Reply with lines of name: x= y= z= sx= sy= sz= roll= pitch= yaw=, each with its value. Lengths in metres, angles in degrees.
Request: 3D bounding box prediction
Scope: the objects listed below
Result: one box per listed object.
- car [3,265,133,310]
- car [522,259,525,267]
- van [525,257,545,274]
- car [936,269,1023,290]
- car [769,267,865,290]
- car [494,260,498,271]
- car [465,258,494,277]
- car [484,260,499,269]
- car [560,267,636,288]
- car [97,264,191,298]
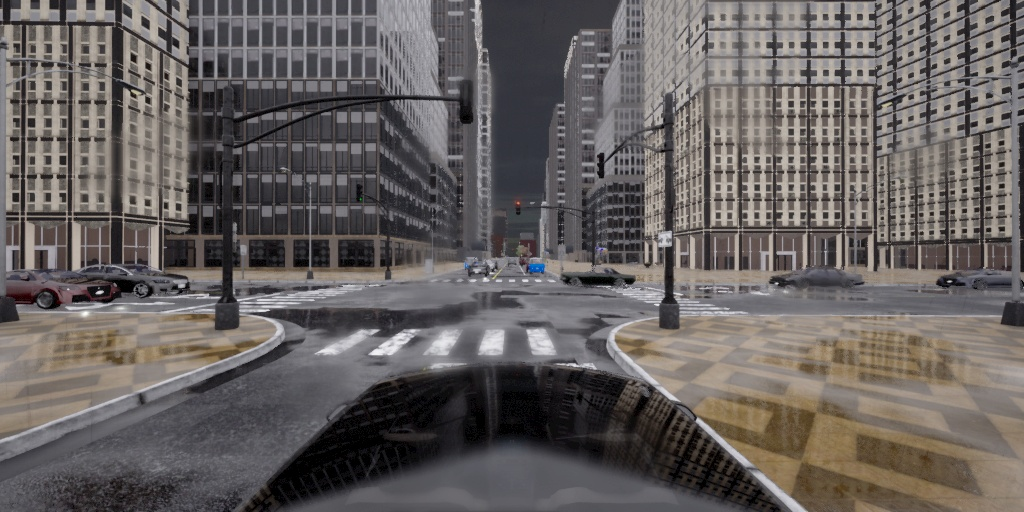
car: x=-17.424 y=1.169 z=13.382 sx=4.181 sy=1.385 sz=1.994 roll=0 pitch=0 yaw=-1
car: x=2.618 y=1.295 z=45.346 sx=1.888 sy=1.381 sz=4.507 roll=0 pitch=0 yaw=0
van: x=2.687 y=1.090 z=39.808 sx=1.690 sy=1.789 sz=3.998 roll=0 pitch=0 yaw=0
car: x=31.693 y=1.563 z=24.364 sx=4.181 sy=1.385 sz=1.994 roll=0 pitch=0 yaw=-1
car: x=20.439 y=1.475 z=24.121 sx=5.357 sy=1.411 sz=2.033 roll=0 pitch=0 yaw=-1
car: x=-3.191 y=1.275 z=45.816 sx=1.812 sy=1.442 sz=4.674 roll=0 pitch=0 yaw=0
car: x=-3.231 y=1.241 z=35.641 sx=2.128 sy=1.511 sz=4.902 roll=0 pitch=0 yaw=0
car: x=-3.145 y=1.297 z=56.448 sx=2.033 sy=1.411 sz=5.357 roll=0 pitch=0 yaw=0
car: x=5.567 y=1.400 z=23.808 sx=4.718 sy=1.301 sz=1.895 roll=2 pitch=0 yaw=-1
car: x=-17.809 y=1.108 z=16.625 sx=4.902 sy=1.511 sz=2.128 roll=0 pitch=0 yaw=-1
